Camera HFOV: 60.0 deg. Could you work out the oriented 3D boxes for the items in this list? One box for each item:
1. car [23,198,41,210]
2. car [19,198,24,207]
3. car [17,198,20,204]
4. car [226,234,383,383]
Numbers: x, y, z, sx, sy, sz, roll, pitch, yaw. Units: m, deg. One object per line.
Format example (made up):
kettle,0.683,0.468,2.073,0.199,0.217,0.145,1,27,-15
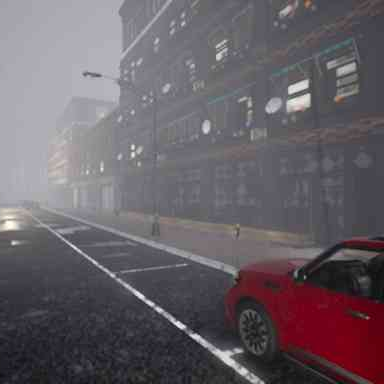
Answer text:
car,-22.757,1.856,47.735,1.752,1.417,4.829,0,-1,-30
car,-28.249,1.943,57.384,1.887,1.381,4.507,0,-1,-30
car,-39.401,2.083,76.976,2.008,1.369,4.403,0,-1,-30
car,2.423,1.333,3.505,2.192,1.841,5.009,0,-1,-30
